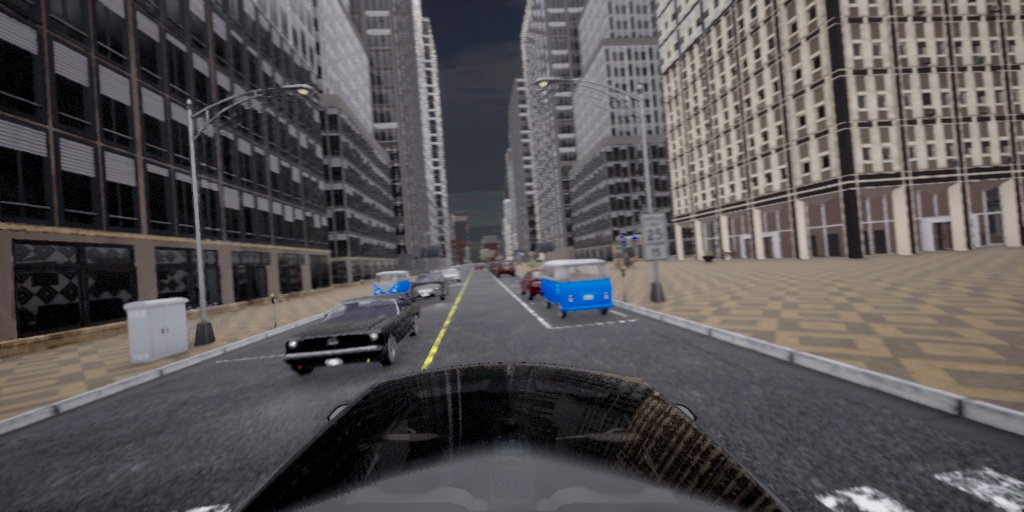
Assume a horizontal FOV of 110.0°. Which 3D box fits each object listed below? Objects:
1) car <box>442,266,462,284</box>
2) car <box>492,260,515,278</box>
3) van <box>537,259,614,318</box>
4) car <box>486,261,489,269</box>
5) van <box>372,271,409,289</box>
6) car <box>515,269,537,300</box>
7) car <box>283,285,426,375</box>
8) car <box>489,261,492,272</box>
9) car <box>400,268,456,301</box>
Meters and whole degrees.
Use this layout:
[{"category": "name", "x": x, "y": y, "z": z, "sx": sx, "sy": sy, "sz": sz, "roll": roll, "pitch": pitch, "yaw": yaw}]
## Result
[{"category": "car", "x": -6.134, "y": 2.020, "z": 36.060, "sx": 1.812, "sy": 1.442, "sz": 4.674, "roll": -4, "pitch": -1, "yaw": -5}, {"category": "car", "x": -0.693, "y": 1.409, "z": 39.896, "sx": 2.192, "sy": 1.841, "sz": 5.009, "roll": 0, "pitch": 0, "yaw": -6}, {"category": "van", "x": 2.114, "y": 1.004, "z": 12.350, "sx": 1.690, "sy": 1.789, "sz": 3.998, "roll": 0, "pitch": 0, "yaw": -6}, {"category": "car", "x": -2.848, "y": 1.745, "z": 61.947, "sx": 2.192, "sy": 1.841, "sz": 5.009, "roll": 0, "pitch": 0, "yaw": -6}, {"category": "van", "x": -7.391, "y": 1.834, "z": 22.536, "sx": 1.690, "sy": 1.789, "sz": 3.998, "roll": 0, "pitch": 0, "yaw": -6}, {"category": "car", "x": 1.486, "y": 1.300, "z": 17.852, "sx": 1.888, "sy": 1.381, "sz": 4.507, "roll": 0, "pitch": 0, "yaw": -6}, {"category": "car", "x": -3.505, "y": 1.680, "z": 8.791, "sx": 1.895, "sy": 1.301, "sz": 4.718, "roll": -4, "pitch": 0, "yaw": -6}, {"category": "car", "x": -1.771, "y": 1.577, "z": 50.922, "sx": 2.192, "sy": 1.841, "sz": 5.009, "roll": 0, "pitch": 0, "yaw": -6}, {"category": "car", "x": -4.686, "y": 1.756, "z": 20.819, "sx": 2.128, "sy": 1.511, "sz": 4.902, "roll": -4, "pitch": 0, "yaw": -6}]
